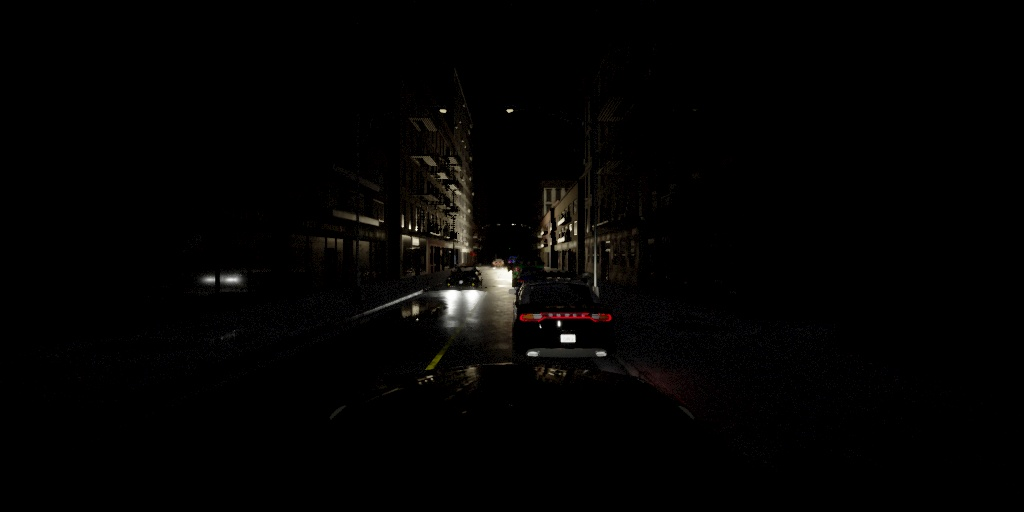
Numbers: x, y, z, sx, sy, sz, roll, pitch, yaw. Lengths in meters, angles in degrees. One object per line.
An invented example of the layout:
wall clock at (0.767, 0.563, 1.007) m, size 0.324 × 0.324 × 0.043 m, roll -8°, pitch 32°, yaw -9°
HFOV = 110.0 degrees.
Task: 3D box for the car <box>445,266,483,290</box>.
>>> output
car at (-2.941, 1.329, 22.768) m, size 1.994 × 1.385 × 4.181 m, roll 0°, pitch 0°, yaw 0°

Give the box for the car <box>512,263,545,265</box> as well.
car at (1.028, 1.286, 18.475) m, size 1.812 × 1.442 × 4.674 m, roll 0°, pitch 0°, yaw 0°

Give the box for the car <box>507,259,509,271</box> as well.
car at (0.360, 1.437, 47.071) m, size 1.895 × 1.301 × 4.718 m, roll 0°, pitch 0°, yaw 1°

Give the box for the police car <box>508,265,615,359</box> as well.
police car at (0.957, 1.177, 8.584) m, size 1.930 × 1.638 × 5.238 m, roll 0°, pitch 0°, yaw 0°

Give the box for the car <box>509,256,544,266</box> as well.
car at (1.072, 0.994, 24.506) m, size 2.150 × 2.045 × 5.566 m, roll 0°, pitch 0°, yaw 0°
